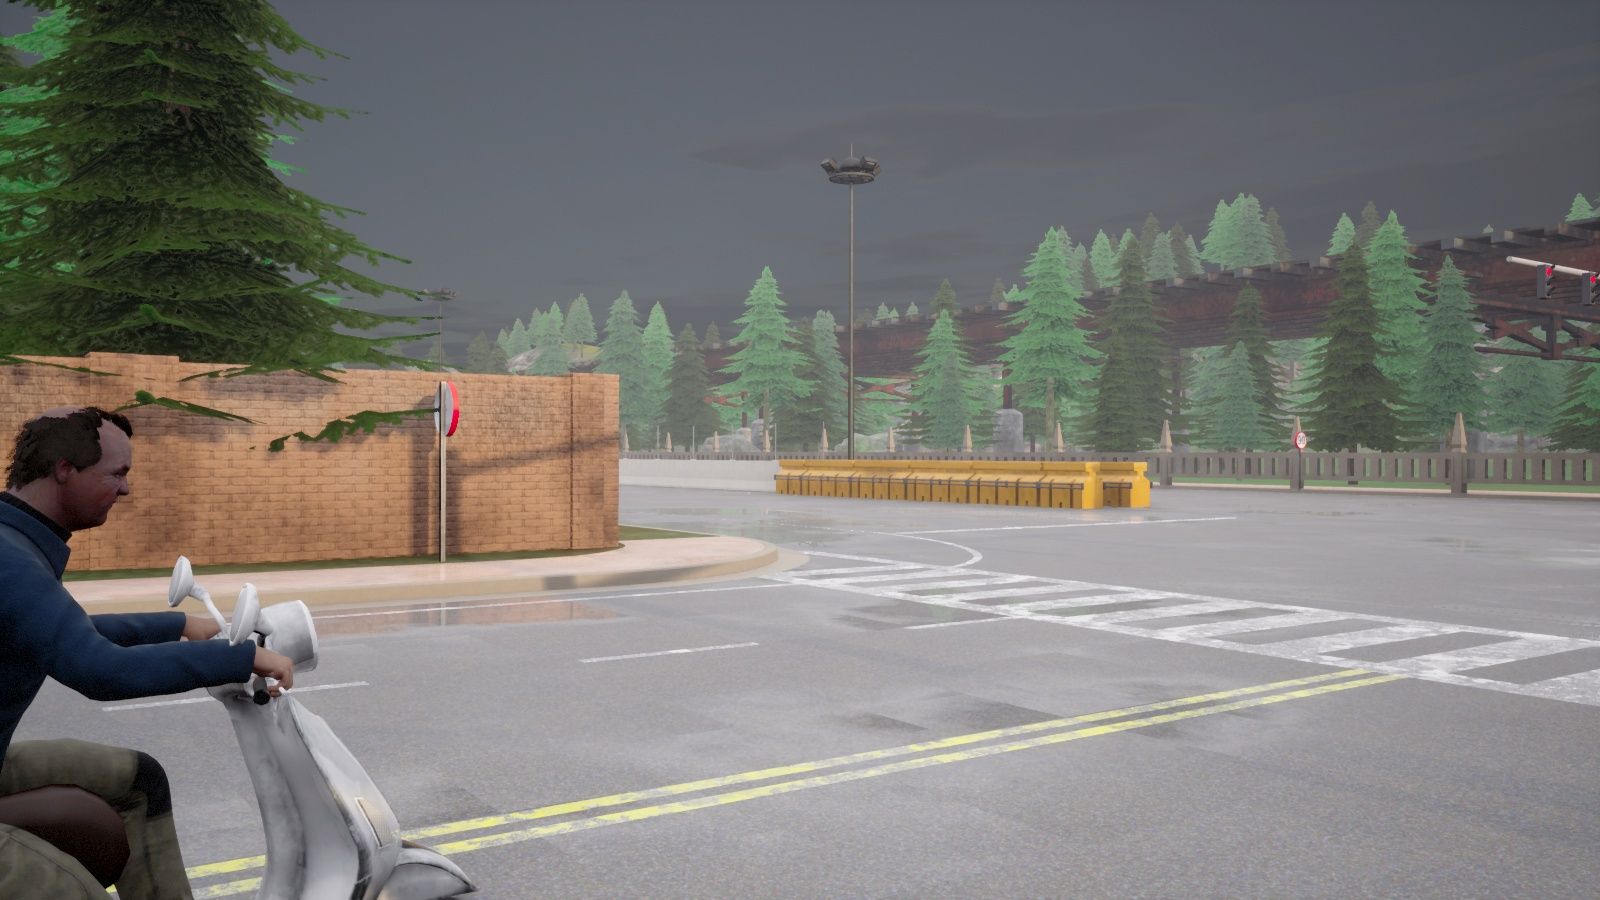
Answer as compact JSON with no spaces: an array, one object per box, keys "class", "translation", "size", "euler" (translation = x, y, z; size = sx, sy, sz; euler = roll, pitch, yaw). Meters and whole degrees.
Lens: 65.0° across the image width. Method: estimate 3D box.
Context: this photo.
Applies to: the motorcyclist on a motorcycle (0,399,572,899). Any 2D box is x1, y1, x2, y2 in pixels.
[{"class":"motorcyclist on a motorcycle","translation":[-1.499,0.708,2.616],"size":[1.817,1.590,0.866],"euler":[0,0,-35]}]
